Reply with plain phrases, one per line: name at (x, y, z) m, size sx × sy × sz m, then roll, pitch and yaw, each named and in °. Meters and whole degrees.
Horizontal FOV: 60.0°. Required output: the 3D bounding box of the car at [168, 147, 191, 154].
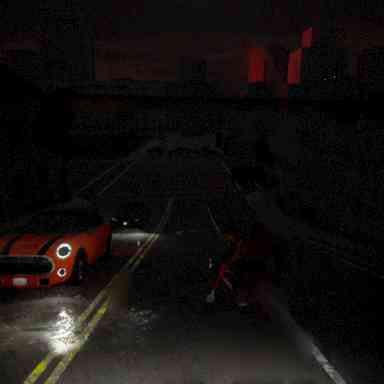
car at (-2.527, -8.722, 69.722) m, size 4.536 × 1.218 × 1.853 m, roll -9°, pitch 16°, yaw -36°

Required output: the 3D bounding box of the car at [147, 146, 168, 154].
car at (-7.214, -8.800, 69.700) m, size 4.536 × 1.218 × 1.853 m, roll 13°, pitch 18°, yaw 42°

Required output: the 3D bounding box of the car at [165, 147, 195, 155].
car at (-2.571, -8.562, 69.728) m, size 4.974 × 1.542 × 2.038 m, roll -9°, pitch 16°, yaw -36°

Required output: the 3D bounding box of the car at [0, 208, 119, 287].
car at (-3.673, 1.313, 9.308) m, size 2.097 × 1.767 × 4.553 m, roll 0°, pitch 0°, yaw -1°

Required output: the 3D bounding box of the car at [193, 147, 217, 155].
car at (2.752, -8.811, 70.503) m, size 4.536 × 1.218 × 1.853 m, roll 8°, pitch 15°, yaw 28°

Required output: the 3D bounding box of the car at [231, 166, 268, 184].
car at (7.743, -2.255, 42.650) m, size 5.566 × 2.045 × 2.150 m, roll -2°, pitch 14°, yaw -12°

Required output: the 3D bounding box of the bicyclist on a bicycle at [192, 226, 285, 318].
bicyclist on a bicycle at (0.819, 1.436, 5.897) m, size 1.656 × 1.620 × 0.582 m, roll 0°, pitch 1°, yaw 3°

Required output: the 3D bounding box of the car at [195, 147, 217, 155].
car at (2.795, -8.651, 70.515) m, size 4.974 × 1.542 × 2.038 m, roll 8°, pitch 15°, yaw 28°

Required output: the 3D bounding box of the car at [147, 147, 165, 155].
car at (-7.179, -8.637, 69.701) m, size 4.974 × 1.542 × 2.038 m, roll 13°, pitch 18°, yaw 42°

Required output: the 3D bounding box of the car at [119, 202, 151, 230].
car at (-3.731, 1.417, 20.945) m, size 1.837 × 1.490 × 4.892 m, roll 1°, pitch 2°, yaw 0°
